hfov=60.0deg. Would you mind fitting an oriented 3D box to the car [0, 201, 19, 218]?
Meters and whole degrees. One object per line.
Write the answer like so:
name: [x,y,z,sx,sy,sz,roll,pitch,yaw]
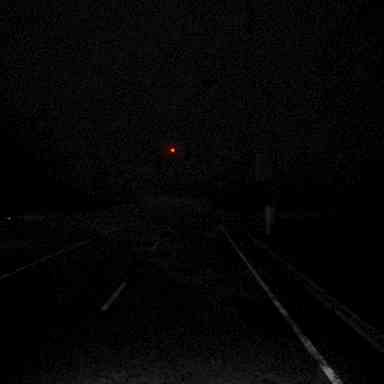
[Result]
car: [-20.014,1.530,32.519,5.566,2.045,2.150,2,0,-2]
